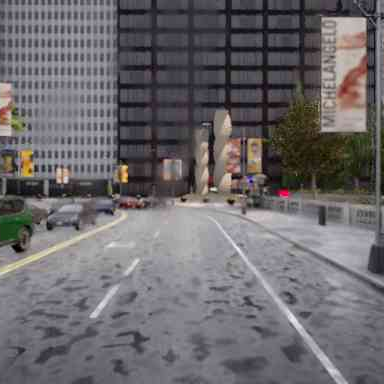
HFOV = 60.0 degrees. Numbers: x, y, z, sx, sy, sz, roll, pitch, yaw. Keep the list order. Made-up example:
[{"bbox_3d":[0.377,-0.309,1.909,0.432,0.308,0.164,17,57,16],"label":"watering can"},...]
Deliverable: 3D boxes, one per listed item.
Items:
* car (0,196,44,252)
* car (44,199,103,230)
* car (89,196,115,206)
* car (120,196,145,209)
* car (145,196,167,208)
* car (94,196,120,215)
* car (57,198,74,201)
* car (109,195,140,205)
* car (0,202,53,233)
[{"bbox_3d":[-7.112,1.157,10.557,2.150,2.045,5.566,0,0,0],"label":"car"},{"bbox_3d":[-7.106,1.403,20.194,1.812,1.442,4.674,0,0,0],"label":"car"},{"bbox_3d":[-13.250,1.268,48.860,1.994,1.385,4.181,0,1,-43],"label":"car"},{"bbox_3d":[-7.553,1.358,40.052,1.895,1.301,4.718,0,0,-25],"label":"car"},{"bbox_3d":[-4.819,1.248,42.367,1.837,1.490,4.892,0,0,-29],"label":"car"},{"bbox_3d":[-8.020,1.360,30.810,2.033,1.411,5.357,0,0,-10],"label":"car"},{"bbox_3d":[-11.465,1.322,30.146,1.837,1.490,4.892,0,0,-10],"label":"car"},{"bbox_3d":[-10.399,1.238,50.926,2.033,1.411,5.357,0,0,-43],"label":"car"},{"bbox_3d":[-10.594,1.425,20.128,2.033,1.411,5.357,0,0,0],"label":"car"}]
